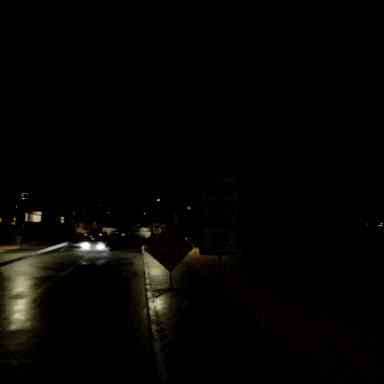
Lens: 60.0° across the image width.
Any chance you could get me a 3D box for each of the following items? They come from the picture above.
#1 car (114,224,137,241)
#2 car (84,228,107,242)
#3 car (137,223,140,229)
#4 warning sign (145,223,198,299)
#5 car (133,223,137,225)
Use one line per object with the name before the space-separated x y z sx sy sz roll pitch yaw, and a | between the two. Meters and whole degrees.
car | -7.471 4.597 36.770 1.994 1.385 4.181 1 -5 -8
car | -10.040 4.433 34.761 1.895 1.301 4.718 1 -5 -9
car | -13.875 8.352 82.816 1.882 1.535 5.008 1 -5 -9
warning sign | -0.607 1.853 9.216 1.300 1.860 1.060 -2 -8 -9
car | -9.377 5.526 48.558 1.837 1.490 4.892 1 -4 -9
